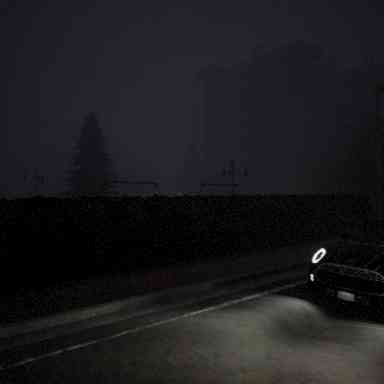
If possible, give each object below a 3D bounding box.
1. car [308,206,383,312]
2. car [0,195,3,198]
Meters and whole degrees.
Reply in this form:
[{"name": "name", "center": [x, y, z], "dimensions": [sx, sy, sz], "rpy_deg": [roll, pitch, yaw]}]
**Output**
[{"name": "car", "center": [4.665, 1.352, 7.556], "dimensions": [4.553, 1.767, 2.097], "rpy_deg": [0, 0, -37]}, {"name": "car", "center": [-40.344, 1.374, 67.378], "dimensions": [3.633, 1.501, 1.845], "rpy_deg": [0, 0, -38]}]
